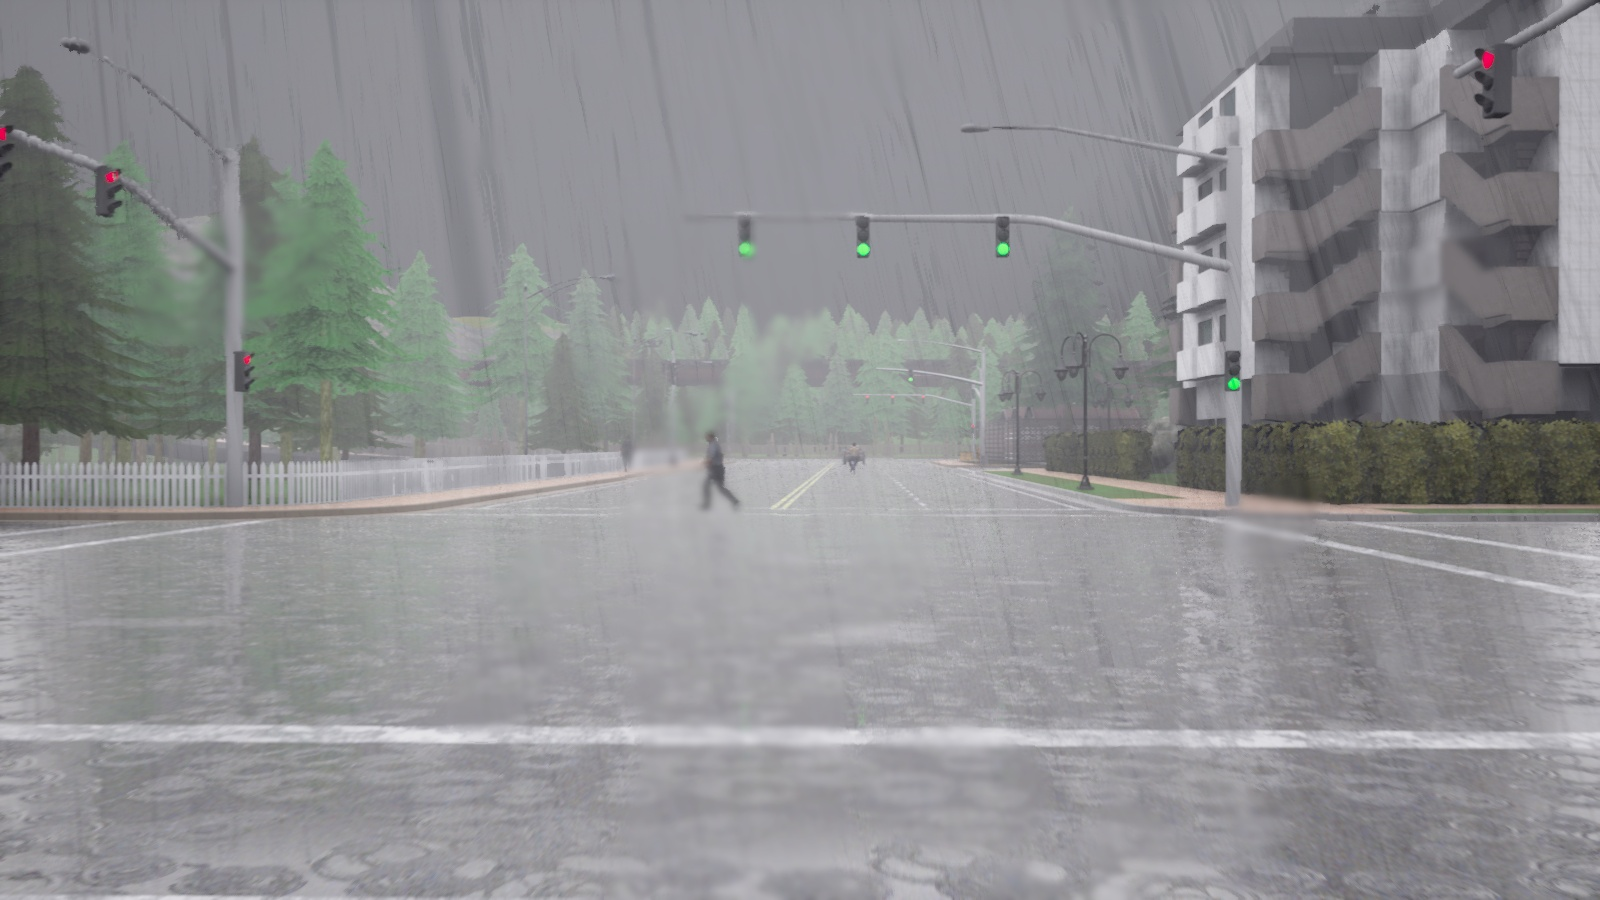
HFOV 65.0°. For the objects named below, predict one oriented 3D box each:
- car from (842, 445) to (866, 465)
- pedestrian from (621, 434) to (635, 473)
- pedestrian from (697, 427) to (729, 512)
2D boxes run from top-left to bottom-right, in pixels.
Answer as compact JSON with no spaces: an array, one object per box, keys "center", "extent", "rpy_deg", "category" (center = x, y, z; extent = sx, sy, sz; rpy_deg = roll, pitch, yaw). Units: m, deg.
[{"center":[4.127,0.383,96.290],"extent":[1.816,1.474,4.193],"rpy_deg":[0,0,3],"category":"car"},{"center":[-8.118,0.159,59.182],"extent":[0.540,1.848,0.694],"rpy_deg":[0,0,1],"category":"pedestrian"},{"center":[-1.920,0.422,27.764],"extent":[0.694,1.848,0.540],"rpy_deg":[0,0,-6],"category":"pedestrian"}]
